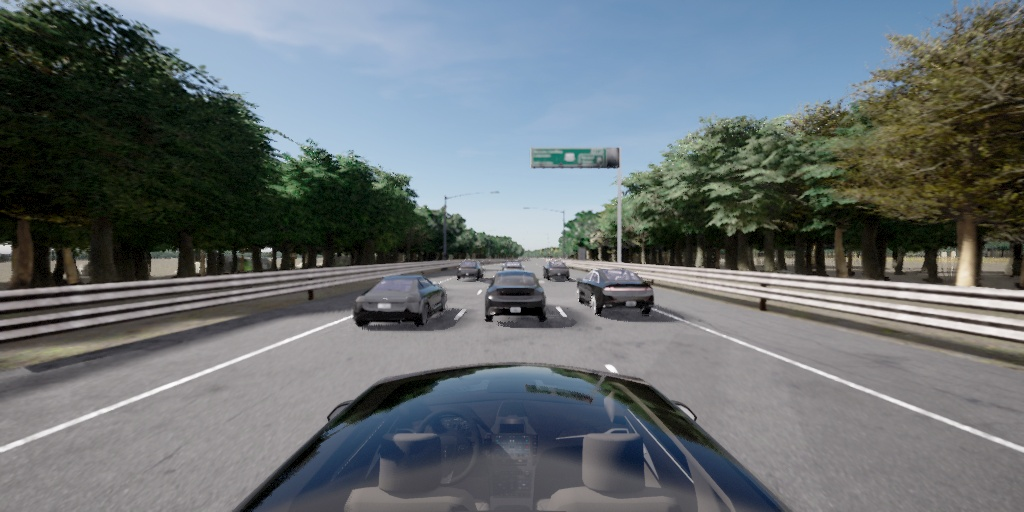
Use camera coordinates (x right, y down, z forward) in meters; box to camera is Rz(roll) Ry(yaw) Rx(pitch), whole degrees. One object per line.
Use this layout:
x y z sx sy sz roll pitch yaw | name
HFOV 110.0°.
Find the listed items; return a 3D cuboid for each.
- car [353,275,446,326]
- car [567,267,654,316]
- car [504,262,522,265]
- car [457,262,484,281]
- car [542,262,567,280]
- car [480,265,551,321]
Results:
-3.401 1.295 11.575 1.994 1.385 4.181 0 0 0 | car
3.599 1.219 13.265 2.128 1.511 4.902 0 0 0 | car
0.096 1.199 29.849 2.128 1.511 4.902 0 0 0 | car
-3.404 1.199 29.817 2.128 1.511 4.902 0 0 0 | car
3.596 1.199 29.809 2.128 1.511 4.902 0 0 0 | car
0.099 1.235 12.344 1.837 1.490 4.892 0 0 0 | car
